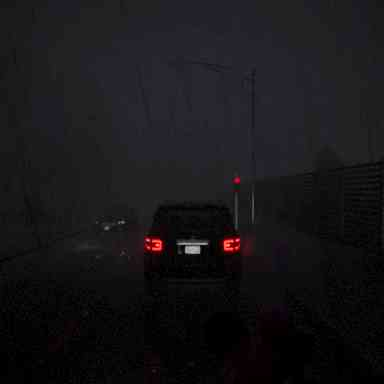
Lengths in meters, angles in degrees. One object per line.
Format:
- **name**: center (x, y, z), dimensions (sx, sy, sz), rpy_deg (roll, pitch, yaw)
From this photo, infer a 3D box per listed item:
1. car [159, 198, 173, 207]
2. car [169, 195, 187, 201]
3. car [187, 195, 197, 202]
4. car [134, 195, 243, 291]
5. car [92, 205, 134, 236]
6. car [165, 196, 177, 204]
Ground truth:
- **car**: center (-4.153, 1.598, 53.590), dimensions (1.895, 1.301, 4.718), rpy_deg (0, 0, 0)
- **car**: center (-3.803, 1.590, 87.234), dimensions (4.718, 1.301, 1.895), rpy_deg (0, 0, 40)
- **car**: center (-0.097, 1.474, 77.545), dimensions (1.882, 1.535, 5.008), rpy_deg (0, 0, -4)
- **car**: center (0.033, 1.221, 9.158), dimensions (2.150, 2.045, 5.566), rpy_deg (0, 0, 0)
- **car**: center (-4.121, 1.490, 18.545), dimensions (2.128, 1.511, 4.902), rpy_deg (0, 0, 0)
- **car**: center (-4.101, 1.544, 66.789), dimensions (2.033, 1.411, 5.357), rpy_deg (0, 0, 0)
